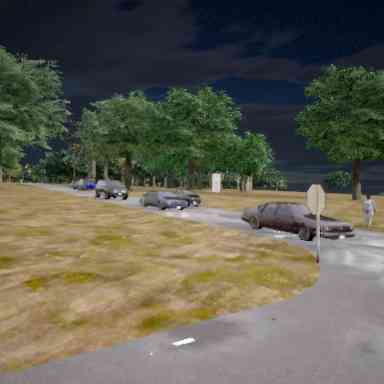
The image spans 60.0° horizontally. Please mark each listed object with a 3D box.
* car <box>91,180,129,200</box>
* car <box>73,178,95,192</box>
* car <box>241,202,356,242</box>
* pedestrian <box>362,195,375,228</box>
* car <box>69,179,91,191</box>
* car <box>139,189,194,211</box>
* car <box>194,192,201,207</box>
[{"bbox_3d":[-8.658,-0.249,35.649,2.150,2.045,5.566,2,2,-32],"label":"car"},{"bbox_3d":[-18.642,-1.240,57.331,2.150,2.045,5.566,2,2,-33],"label":"car"},{"bbox_3d":[4.368,1.170,14.736,2.033,1.411,5.357,2,2,-28],"label":"car"},{"bbox_3d":[9.772,1.045,18.459,0.375,1.860,0.375,5,-3,-32],"label":"pedestrian"},{"bbox_3d":[-16.762,-0.997,48.592,1.837,1.490,4.892,2,2,-32],"label":"car"},{"bbox_3d":[-2.330,0.604,25.660,2.033,1.411,5.357,2,2,-33],"label":"car"},{"bbox_3d":[-1.048,0.517,29.579,1.837,1.490,4.892,2,2,-32],"label":"car"}]
